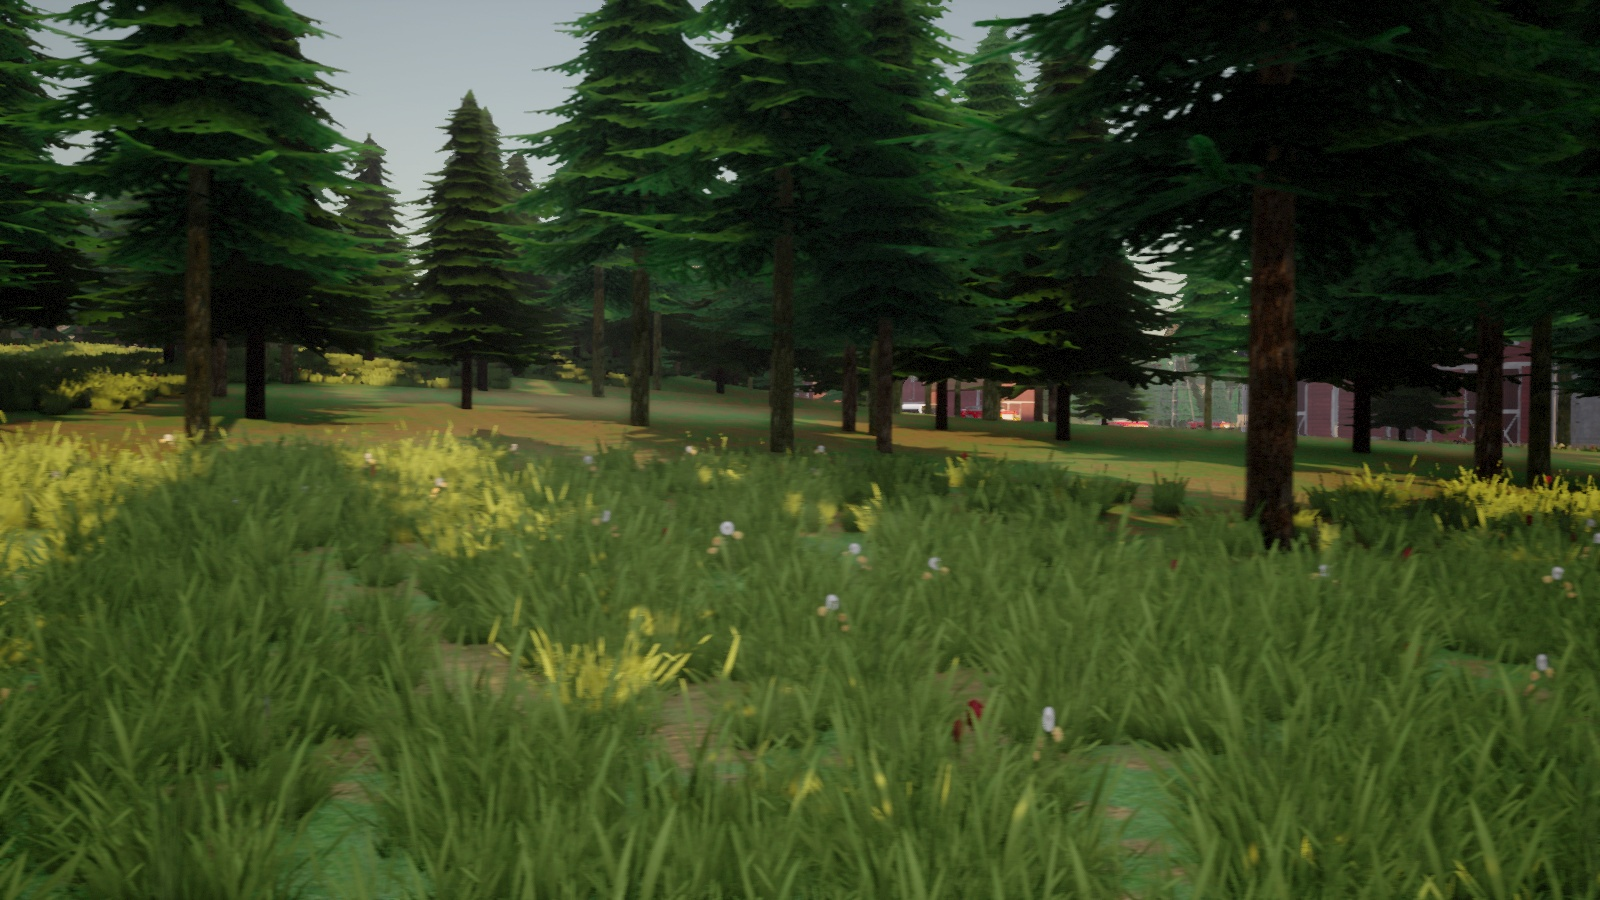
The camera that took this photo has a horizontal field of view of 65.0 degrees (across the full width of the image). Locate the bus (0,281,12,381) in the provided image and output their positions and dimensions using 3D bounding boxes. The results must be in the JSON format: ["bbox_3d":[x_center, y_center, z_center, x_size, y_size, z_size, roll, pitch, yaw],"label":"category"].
[{"bbox_3d":[-37.146,-4.526,49.439,3.944,4.253,10.273,-1,6,13],"label":"bus"}]
